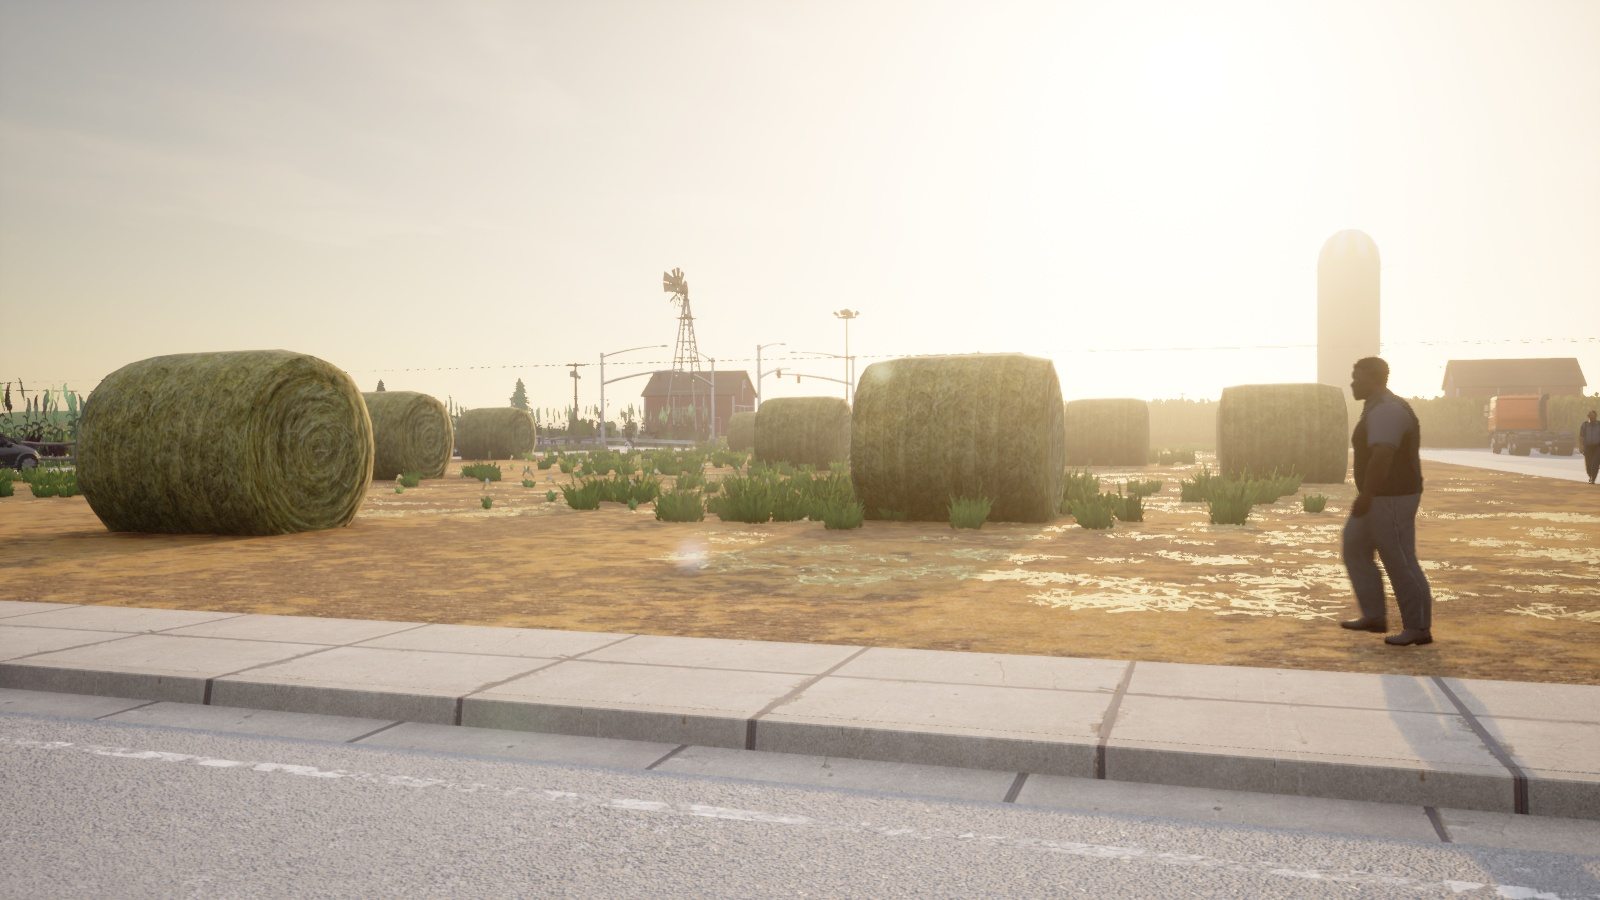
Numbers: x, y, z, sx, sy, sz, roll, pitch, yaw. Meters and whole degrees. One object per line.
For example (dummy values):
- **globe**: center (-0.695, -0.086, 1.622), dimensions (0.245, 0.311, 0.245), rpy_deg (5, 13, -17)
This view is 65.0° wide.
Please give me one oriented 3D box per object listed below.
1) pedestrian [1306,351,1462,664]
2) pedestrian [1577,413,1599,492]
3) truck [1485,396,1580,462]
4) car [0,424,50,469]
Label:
- **pedestrian**: center (3.677, 0.342, 7.963), dimensions (0.849, 1.883, 0.563), rpy_deg (1, 1, 22)
- **pedestrian**: center (18.904, 0.051, 29.958), dimensions (0.540, 1.848, 0.694), rpy_deg (1, 1, 36)
- **truck**: center (40.863, -1.155, 70.317), dimensions (2.891, 3.462, 7.936), rpy_deg (1, 1, 18)
- **car**: center (-29.593, -0.147, 45.332), dimensions (1.851, 1.617, 3.988), rpy_deg (1, 1, 21)
